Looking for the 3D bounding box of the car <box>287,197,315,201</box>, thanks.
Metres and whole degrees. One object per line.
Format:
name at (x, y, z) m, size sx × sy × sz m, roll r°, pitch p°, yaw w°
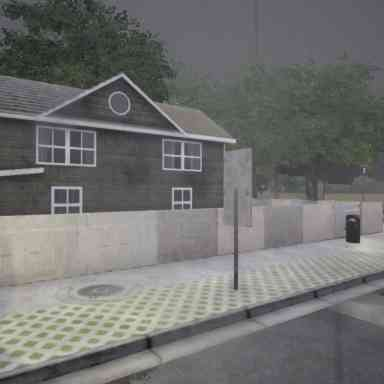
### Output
car at (9.783, 1.326, 28.513) m, size 2.097 × 1.767 × 4.553 m, roll 0°, pitch 0°, yaw -35°
